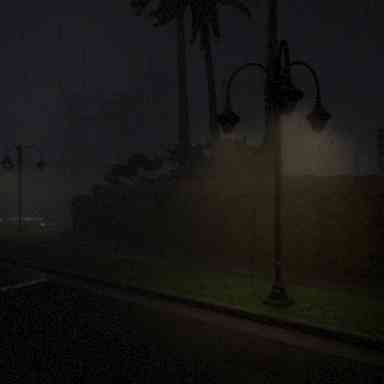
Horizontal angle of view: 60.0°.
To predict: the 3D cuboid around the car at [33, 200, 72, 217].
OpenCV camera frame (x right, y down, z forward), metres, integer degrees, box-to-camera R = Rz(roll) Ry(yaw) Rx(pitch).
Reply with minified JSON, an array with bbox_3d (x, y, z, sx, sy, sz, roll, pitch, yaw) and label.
[{"bbox_3d":[-12.719,1.560,31.965,1.837,1.490,4.892,-1,0,36],"label":"car"}]
